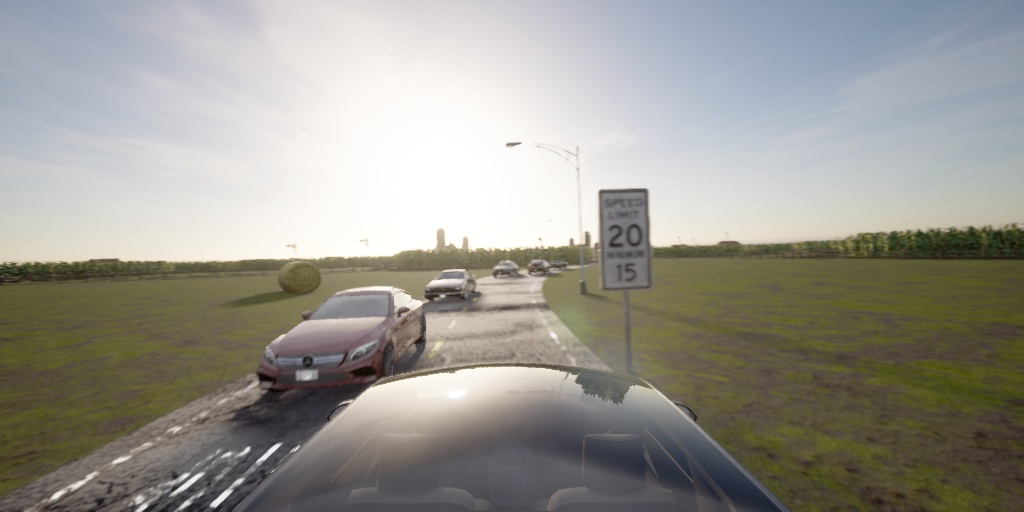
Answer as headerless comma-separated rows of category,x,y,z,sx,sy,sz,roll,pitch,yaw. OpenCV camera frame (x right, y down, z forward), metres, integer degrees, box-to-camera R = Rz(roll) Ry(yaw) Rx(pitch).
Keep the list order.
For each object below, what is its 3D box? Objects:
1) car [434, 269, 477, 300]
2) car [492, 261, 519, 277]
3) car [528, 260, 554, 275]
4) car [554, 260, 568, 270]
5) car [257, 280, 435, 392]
car,-3.023,1.426,18.856,2.033,1.411,5.357,-2,0,3
car,-0.598,1.311,36.005,1.837,1.490,4.892,-2,-1,13
car,2.953,1.179,38.452,1.837,1.490,4.892,-2,0,15
car,6.282,1.178,49.199,1.895,1.301,4.718,-2,0,22
car,-2.957,1.391,7.277,1.812,1.442,4.674,-2,0,-3
